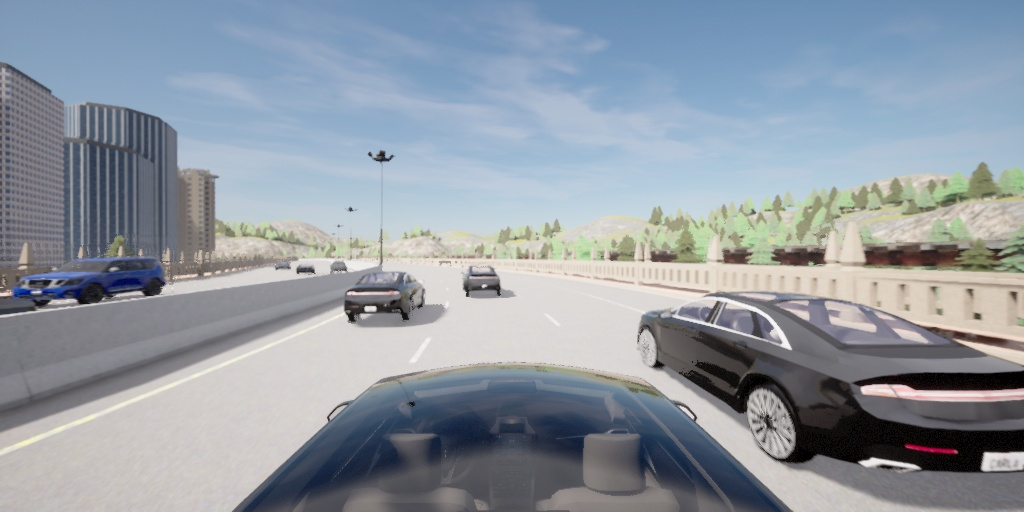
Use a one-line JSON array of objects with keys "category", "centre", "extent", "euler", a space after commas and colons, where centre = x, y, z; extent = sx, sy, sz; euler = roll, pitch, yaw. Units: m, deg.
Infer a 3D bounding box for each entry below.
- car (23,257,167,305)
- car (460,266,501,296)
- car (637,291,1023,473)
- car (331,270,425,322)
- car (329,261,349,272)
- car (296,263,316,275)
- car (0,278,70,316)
[{"category": "car", "centre": [-19.134, 1.081, 16.756], "extent": [2.150, 2.045, 5.566], "euler": [0, 0, -11]}, {"category": "car", "centre": [-1.757, 1.270, 19.660], "extent": [2.128, 1.511, 4.902], "euler": [0, 0, -10]}, {"category": "car", "centre": [3.356, 1.229, 4.937], "extent": [2.128, 1.511, 4.902], "euler": [0, 0, -2]}, {"category": "car", "centre": [-4.208, 1.274, 12.459], "extent": [2.128, 1.511, 4.902], "euler": [0, 0, -6]}, {"category": "car", "centre": [-21.760, 1.407, 45.129], "extent": [1.837, 1.490, 4.892], "euler": [0, 0, -27]}, {"category": "car", "centre": [-24.065, 1.512, 41.963], "extent": [1.895, 1.301, 4.718], "euler": [0, 0, -27]}, {"category": "car", "centre": [-10.825, 1.298, 5.488], "extent": [2.128, 1.511, 4.902], "euler": [0, 0, -4]}]
